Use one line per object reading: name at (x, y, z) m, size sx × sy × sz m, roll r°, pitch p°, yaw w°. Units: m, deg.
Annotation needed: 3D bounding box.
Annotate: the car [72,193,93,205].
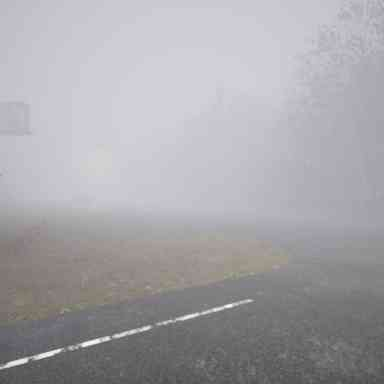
car at (-16.516, 1.029, 50.009) m, size 2.097 × 1.767 × 4.553 m, roll 0°, pitch 0°, yaw -34°
